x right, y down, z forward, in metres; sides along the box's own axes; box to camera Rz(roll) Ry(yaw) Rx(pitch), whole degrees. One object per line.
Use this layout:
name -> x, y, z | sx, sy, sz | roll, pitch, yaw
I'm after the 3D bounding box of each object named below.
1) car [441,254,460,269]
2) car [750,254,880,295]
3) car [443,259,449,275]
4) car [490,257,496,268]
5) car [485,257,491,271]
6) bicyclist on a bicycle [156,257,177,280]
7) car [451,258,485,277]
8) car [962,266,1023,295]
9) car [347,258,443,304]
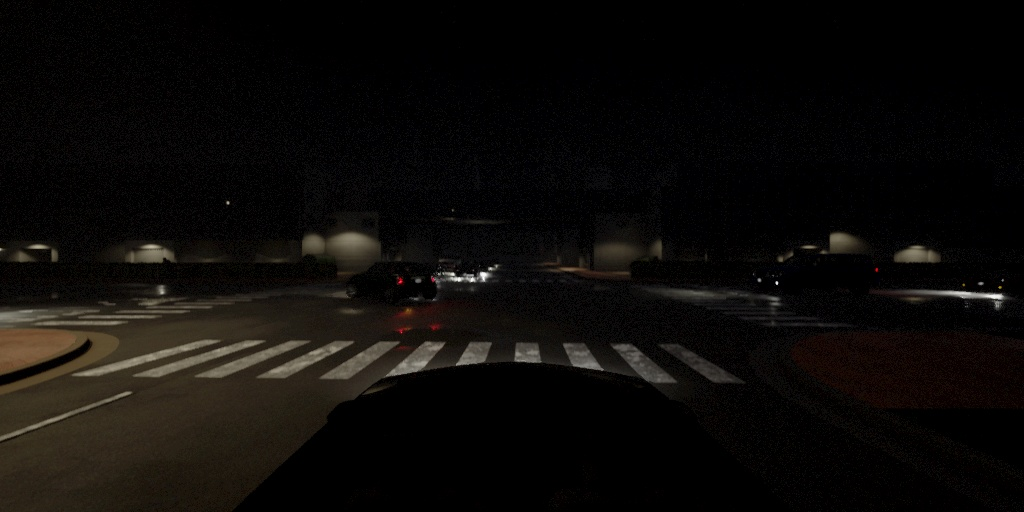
car -> -7.429, 0.760, 42.967 | 2.150, 2.045, 5.566 | 0, 0, 0
car -> 15.579, 0.894, 18.565 | 5.566, 2.045, 2.150 | 0, 0, 0
car -> -7.540, 1.192, 33.425 | 1.895, 1.301, 4.718 | 0, 0, 2
car -> -3.819, 0.956, 53.864 | 1.882, 1.535, 5.008 | 0, 1, 1
car -> -3.928, 1.139, 42.989 | 1.895, 1.301, 4.718 | 0, 0, 1
bicyclist on a bicycle -> -25.840, 0.929, 26.830 | 0.582, 1.620, 1.656 | 0, 1, 1
car -> -4.005, 1.139, 33.402 | 2.033, 1.411, 5.357 | 0, 0, 0
car -> 26.203, 1.236, 18.507 | 4.181, 1.385, 1.994 | 0, 0, 0
car -> -5.493, 1.039, 16.065 | 4.553, 1.767, 2.097 | 0, 1, 40
